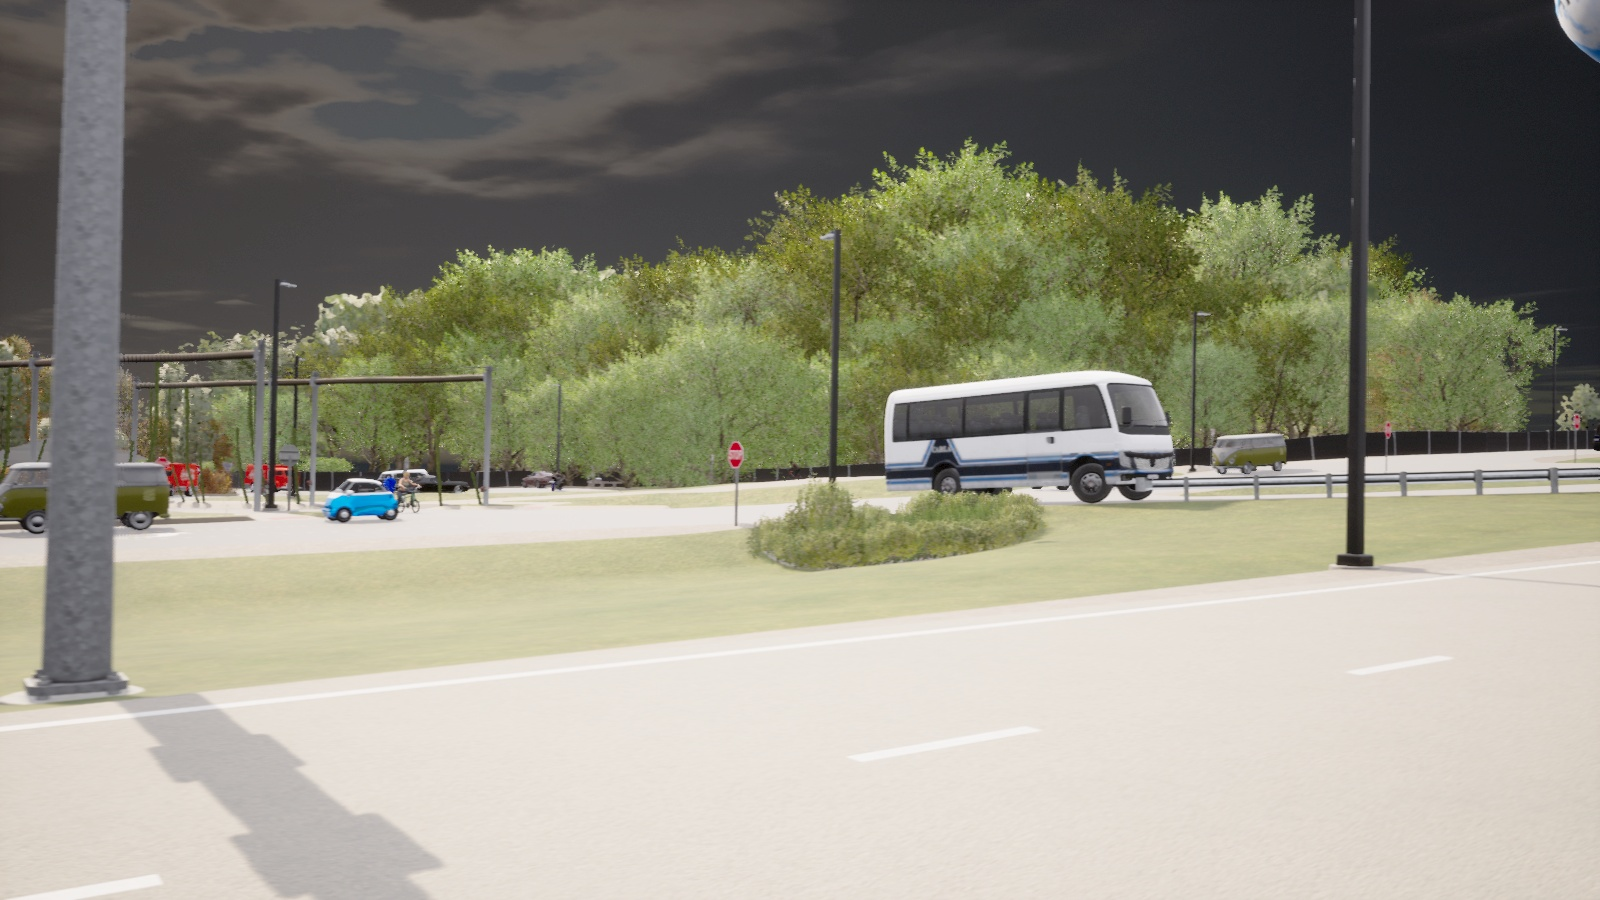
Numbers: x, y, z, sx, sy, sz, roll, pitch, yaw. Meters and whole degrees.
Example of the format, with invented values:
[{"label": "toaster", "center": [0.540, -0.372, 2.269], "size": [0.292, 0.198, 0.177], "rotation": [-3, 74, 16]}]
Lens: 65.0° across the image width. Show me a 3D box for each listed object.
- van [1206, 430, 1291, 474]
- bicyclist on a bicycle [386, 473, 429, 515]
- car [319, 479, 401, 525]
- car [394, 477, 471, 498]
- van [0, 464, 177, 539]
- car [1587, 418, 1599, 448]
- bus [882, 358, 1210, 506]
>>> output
[{"label": "van", "center": [22.987, 0.098, 64.312], "size": [4.442, 1.987, 1.775], "rotation": [-4, 2, -35]}, {"label": "bicyclist on a bicycle", "center": [-15.339, 1.731, 49.108], "size": [1.509, 1.612, 0.866], "rotation": [-2, -2, 36]}, {"label": "car", "center": [-14.202, 1.666, 40.545], "size": [2.207, 1.376, 1.481], "rotation": [0, 0, -34]}, {"label": "car", "center": [-24.796, 2.502, 84.814], "size": [4.718, 1.301, 1.895], "rotation": [0, -1, -29]}, {"label": "van", "center": [-20.526, 1.423, 36.091], "size": [4.442, 1.987, 1.775], "rotation": [-1, 0, -36]}, {"label": "car", "center": [52.642, -1.111, 80.620], "size": [3.866, 1.878, 1.905], "rotation": [-1, 0, -28]}, {"label": "bus", "center": [8.011, -0.380, 42.422], "size": [3.944, 4.253, 10.273], "rotation": [0, -3, -44]}]
